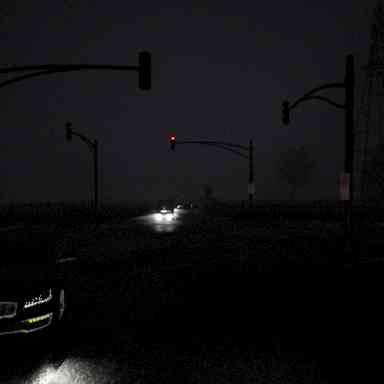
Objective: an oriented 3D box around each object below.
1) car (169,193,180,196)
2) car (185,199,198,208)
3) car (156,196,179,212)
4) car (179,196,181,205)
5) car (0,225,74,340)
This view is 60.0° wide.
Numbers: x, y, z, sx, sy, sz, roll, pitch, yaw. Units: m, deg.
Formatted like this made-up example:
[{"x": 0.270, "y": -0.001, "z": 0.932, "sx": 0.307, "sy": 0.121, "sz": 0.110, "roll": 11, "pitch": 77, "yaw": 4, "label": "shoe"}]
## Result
[{"x": -3.060, "y": 1.214, "z": 57.828, "sx": 2.150, "sy": 2.045, "sz": 5.566, "roll": 0, "pitch": 0, "yaw": 0, "label": "car"}, {"x": -0.064, "y": 1.592, "z": 47.812, "sx": 1.895, "sy": 1.301, "sz": 4.718, "roll": 0, "pitch": 0, "yaw": 0, "label": "car"}, {"x": -2.962, "y": 1.484, "z": 37.661, "sx": 2.128, "sy": 1.511, "sz": 4.902, "roll": 0, "pitch": 0, "yaw": -1, "label": "car"}, {"x": -3.013, "y": 1.593, "z": 47.476, "sx": 1.895, "sy": 1.301, "sz": 4.718, "roll": 0, "pitch": 0, "yaw": 0, "label": "car"}, {"x": -3.523, "y": 1.498, "z": 6.749, "sx": 1.837, "sy": 1.490, "sz": 4.892, "roll": 2, "pitch": -1, "yaw": -18, "label": "car"}]
